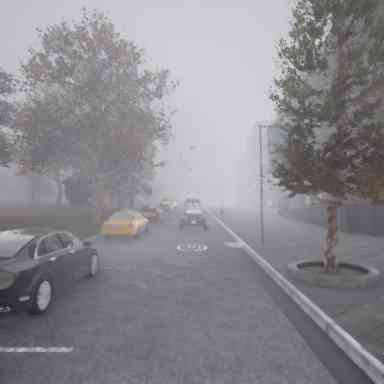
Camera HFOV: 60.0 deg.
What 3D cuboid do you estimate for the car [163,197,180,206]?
[{"bbox_3d":[-3.655,1.852,52.360,2.435,2.045,5.566,0,-1,2],"label":"car"}]

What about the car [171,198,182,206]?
[{"bbox_3d":[-3.659,2.306,80.149,2.185,1.767,4.553,0,-1,2],"label":"car"}]

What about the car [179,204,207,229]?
[{"bbox_3d":[0.093,1.825,23.817,1.812,1.442,4.674,0,-1,0],"label":"car"}]

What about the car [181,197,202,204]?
[{"bbox_3d":[0.097,1.719,40.957,2.150,2.045,5.566,0,0,0],"label":"car"}]

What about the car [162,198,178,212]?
[{"bbox_3d":[-3.655,2.041,46.754,2.097,1.535,5.008,0,-1,2],"label":"car"}]

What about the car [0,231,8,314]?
[{"bbox_3d":[-3.654,1.384,2.164,2.185,1.767,4.553,0,-1,2],"label":"car"}]

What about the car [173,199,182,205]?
[{"bbox_3d":[-3.657,2.540,85.745,2.002,1.452,4.674,0,-1,2],"label":"car"}]

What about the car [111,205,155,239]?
[{"bbox_3d":[-3.646,1.719,19.091,1.946,1.575,5.366,0,-1,2],"label":"car"}]

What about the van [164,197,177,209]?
[{"bbox_3d":[-3.652,1.942,58.018,1.878,1.987,4.442,0,-1,2],"label":"van"}]

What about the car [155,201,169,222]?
[{"bbox_3d":[-3.653,1.882,30.076,2.163,1.488,4.792,0,-1,2],"label":"car"}]

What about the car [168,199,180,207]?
[{"bbox_3d":[-3.656,2.296,69.033,2.097,1.535,5.008,0,-1,2],"label":"car"}]

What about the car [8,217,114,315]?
[{"bbox_3d":[-3.653,1.583,7.758,2.231,1.521,4.892,0,-1,2],"label":"car"}]
